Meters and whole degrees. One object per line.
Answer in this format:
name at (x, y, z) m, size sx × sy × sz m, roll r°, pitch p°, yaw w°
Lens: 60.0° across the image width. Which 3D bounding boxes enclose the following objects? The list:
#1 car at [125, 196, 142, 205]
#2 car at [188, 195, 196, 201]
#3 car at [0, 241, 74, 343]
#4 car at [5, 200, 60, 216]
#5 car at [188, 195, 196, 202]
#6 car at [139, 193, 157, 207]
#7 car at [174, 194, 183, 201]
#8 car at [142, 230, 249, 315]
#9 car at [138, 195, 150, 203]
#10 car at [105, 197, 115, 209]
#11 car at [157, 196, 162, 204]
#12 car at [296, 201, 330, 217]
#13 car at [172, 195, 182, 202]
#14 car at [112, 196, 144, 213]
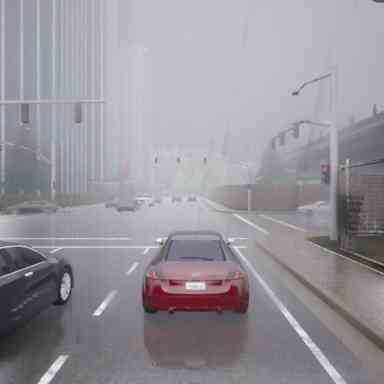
car at (-10.561, 1.547, 60.357) m, size 2.033 × 1.411 × 5.357 m, roll 0°, pitch 0°, yaw 0°
car at (0.009, 1.478, 85.198) m, size 1.882 × 1.535 × 5.008 m, roll 0°, pitch 0°, yaw 0°
car at (-3.441, 1.505, 5.198) m, size 1.837 × 1.490 × 4.892 m, roll 0°, pitch 0°, yaw 0°
car at (-15.618, 1.539, 32.686) m, size 4.902 × 1.511 × 2.128 m, roll 0°, pitch 1°, yaw -19°
car at (0.016, 1.478, 74.791) m, size 1.882 × 1.535 × 5.008 m, roll 0°, pitch 0°, yaw 0°
car at (-7.088, 1.220, 50.179) m, size 2.150 × 2.045 × 5.566 m, roll 0°, pitch 0°, yaw 0°
car at (-3.491, 1.386, 84.669) m, size 2.128 × 1.511 × 4.902 m, roll 0°, pitch 0°, yaw 0°
car at (0.073, 1.564, 7.654) m, size 1.994 × 1.385 × 4.181 m, roll 0°, pitch 0°, yaw 0°
car at (-10.492, 1.499, 73.047) m, size 1.837 × 1.490 × 4.892 m, roll 0°, pitch 0°, yaw 0°
car at (-10.592, 1.505, 45.633) m, size 1.837 × 1.490 × 4.892 m, roll 0°, pitch 0°, yaw 0°
car at (-7.024, 1.504, 65.699) m, size 1.837 × 1.490 × 4.892 m, roll 0°, pitch 0°, yaw 0°
car at (12.370, 1.581, 31.754) m, size 4.674 × 1.442 × 1.812 m, roll 0°, pitch 0°, yaw -3°
car at (-3.492, 1.495, 74.245) m, size 1.837 × 1.490 × 4.892 m, roll 0°, pitch 0°, yaw 0°
car at (-7.096, 1.559, 37.575) m, size 2.033 × 1.411 × 5.357 m, roll 0°, pitch 0°, yaw 0°
